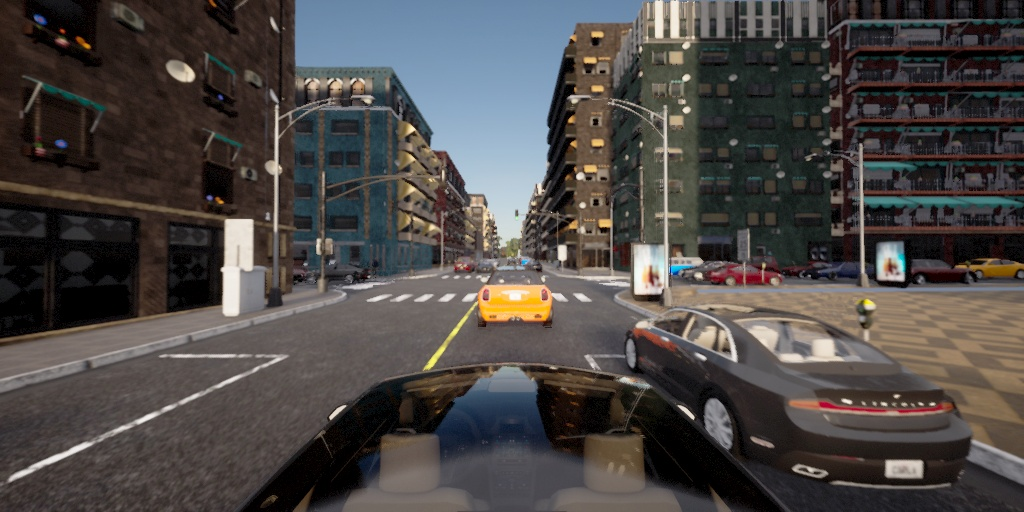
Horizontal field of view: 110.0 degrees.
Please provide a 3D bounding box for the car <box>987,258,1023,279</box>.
[{"bbox_3d":[35.599,0.949,27.029,5.008,1.535,1.882,0,-1,0],"label":"car"}]

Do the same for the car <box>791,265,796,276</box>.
[{"bbox_3d":[24.825,1.134,29.696,4.507,1.381,1.888,0,0,0],"label":"car"}]

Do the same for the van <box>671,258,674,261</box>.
[{"bbox_3d":[13.769,1.014,29.775,3.998,1.789,1.690,0,0,0],"label":"van"}]

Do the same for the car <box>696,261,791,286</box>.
[{"bbox_3d":[13.707,1.140,21.395,4.207,1.307,1.802,0,0,0],"label":"car"}]

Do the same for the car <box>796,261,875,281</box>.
[{"bbox_3d":[25.150,1.098,27.113,5.357,1.411,2.033,0,-1,0],"label":"car"}]

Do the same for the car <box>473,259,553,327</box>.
[{"bbox_3d":[0.040,1.095,11.605,2.097,1.767,4.553,0,0,-1],"label":"car"}]

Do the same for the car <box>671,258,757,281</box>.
[{"bbox_3d":[15.200,1.118,27.185,4.902,1.511,2.128,0,-1,0],"label":"car"}]

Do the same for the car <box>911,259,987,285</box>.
[{"bbox_3d":[24.763,0.913,21.316,4.097,1.591,1.967,0,0,0],"label":"car"}]

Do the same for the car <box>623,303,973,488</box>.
[{"bbox_3d":[2.821,1.298,4.768,2.007,1.370,4.403,0,0,0],"label":"car"}]

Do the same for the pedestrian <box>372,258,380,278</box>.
[{"bbox_3d":[-12.530,1.062,32.924,0.375,1.860,0.375,0,0,0],"label":"pedestrian"}]

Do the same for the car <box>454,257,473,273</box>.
[{"bbox_3d":[-5.691,1.037,43.000,2.192,1.841,5.009,0,0,0],"label":"car"}]

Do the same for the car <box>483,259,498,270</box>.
[{"bbox_3d":[-3.081,1.243,52.247,1.812,1.442,4.674,0,0,0],"label":"car"}]

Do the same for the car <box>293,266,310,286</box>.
[{"bbox_3d":[-16.725,1.434,24.207,4.718,1.301,1.895,0,-1,1],"label":"car"}]

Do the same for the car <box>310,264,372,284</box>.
[{"bbox_3d":[-13.232,1.352,27.267,4.892,1.490,1.837,-1,-2,4],"label":"car"}]

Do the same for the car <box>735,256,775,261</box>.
[{"bbox_3d":[19.297,0.946,29.735,5.009,1.841,2.192,0,0,0],"label":"car"}]
